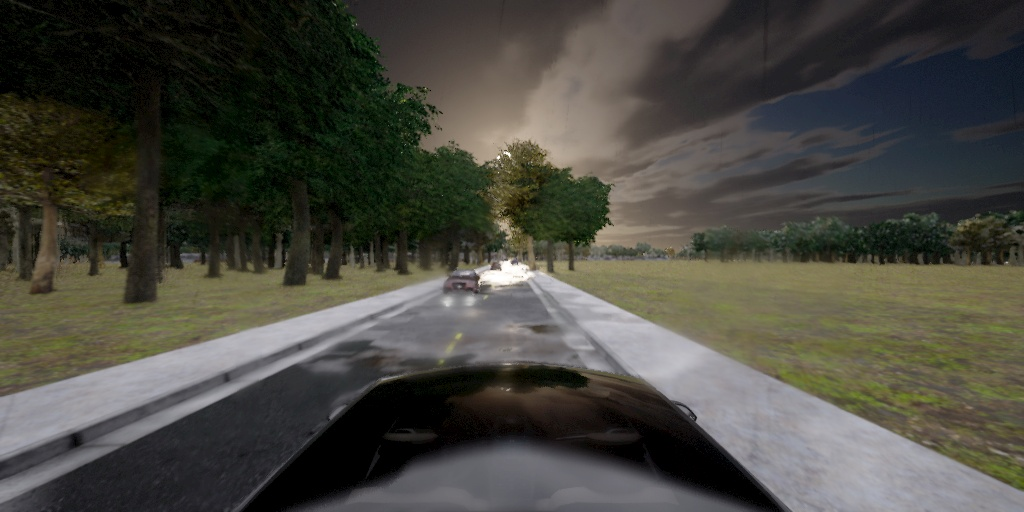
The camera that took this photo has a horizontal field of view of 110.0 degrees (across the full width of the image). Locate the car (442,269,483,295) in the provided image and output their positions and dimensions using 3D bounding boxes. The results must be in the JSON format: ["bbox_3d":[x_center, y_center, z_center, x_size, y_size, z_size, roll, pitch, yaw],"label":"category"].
[{"bbox_3d":[-2.845,1.490,21.349,1.994,1.385,4.181,0,-1,0],"label":"car"}]

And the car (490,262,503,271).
[{"bbox_3d":[-2.763,1.825,63.285,1.812,1.442,4.674,0,0,1],"label":"car"}]
